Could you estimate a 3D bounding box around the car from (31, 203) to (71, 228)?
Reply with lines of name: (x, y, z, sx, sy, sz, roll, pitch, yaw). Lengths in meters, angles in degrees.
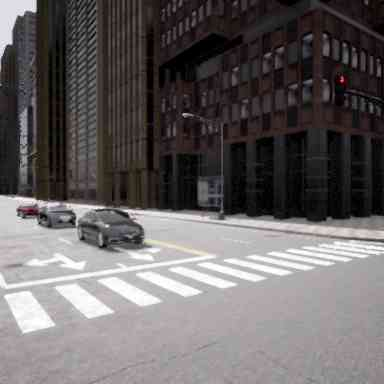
car: (-9.572, 1.595, 23.514, 2.128, 1.511, 4.902, 0, 0, -35)

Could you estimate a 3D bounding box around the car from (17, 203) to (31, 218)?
car: (-15.437, 1.740, 31.854, 1.895, 1.301, 4.718, 0, 0, -35)

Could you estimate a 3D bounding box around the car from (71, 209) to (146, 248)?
car: (-3.841, 1.568, 15.393, 1.837, 1.490, 4.892, 0, 0, -35)
